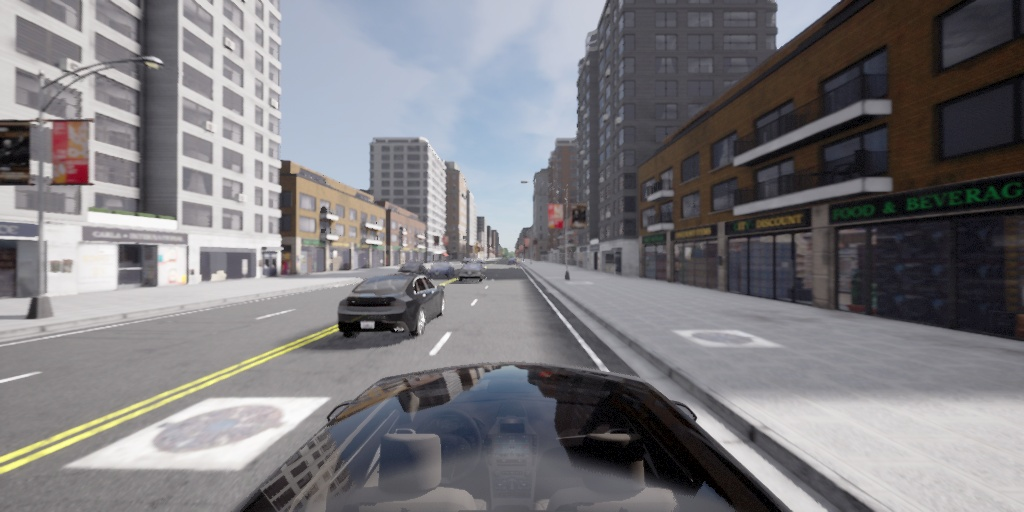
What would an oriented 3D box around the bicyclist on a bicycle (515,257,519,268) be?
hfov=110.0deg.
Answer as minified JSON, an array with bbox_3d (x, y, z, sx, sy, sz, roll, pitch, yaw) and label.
[{"bbox_3d":[0.906,1.197,60.713,0.866,1.612,1.509,0,0,0],"label":"bicyclist on a bicycle"}]

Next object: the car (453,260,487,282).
[{"bbox_3d":[-3.141,1.302,29.146,2.033,1.411,5.357,0,0,0],"label":"car"}]

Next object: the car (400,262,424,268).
[{"bbox_3d":[-9.832,1.303,35.811,2.033,1.411,5.357,0,0,0],"label":"car"}]

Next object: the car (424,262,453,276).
[{"bbox_3d":[-6.584,1.281,33.768,1.812,1.442,4.674,0,0,0],"label":"car"}]

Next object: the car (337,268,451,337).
[{"bbox_3d":[-3.148,1.256,10.238,1.837,1.490,4.892,0,0,0],"label":"car"}]
